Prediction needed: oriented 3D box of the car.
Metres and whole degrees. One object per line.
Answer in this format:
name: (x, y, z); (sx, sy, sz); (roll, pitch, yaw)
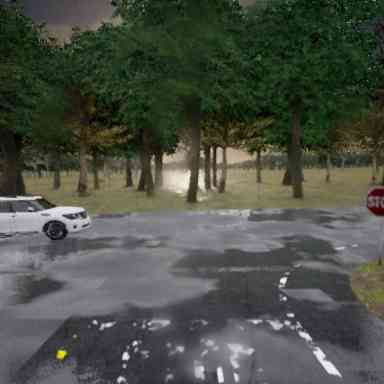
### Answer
car: (-7.628, 1.204, 15.194); (5.566, 2.045, 2.150); (-4, 2, -1)
